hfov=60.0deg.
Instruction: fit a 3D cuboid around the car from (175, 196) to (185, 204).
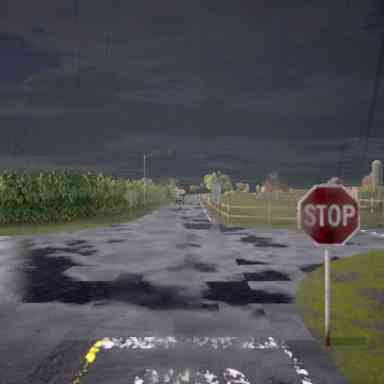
[{"bbox_3d":[-2.394,1.542,65.725,2.033,1.411,5.357,0,0,0],"label":"car"}]
